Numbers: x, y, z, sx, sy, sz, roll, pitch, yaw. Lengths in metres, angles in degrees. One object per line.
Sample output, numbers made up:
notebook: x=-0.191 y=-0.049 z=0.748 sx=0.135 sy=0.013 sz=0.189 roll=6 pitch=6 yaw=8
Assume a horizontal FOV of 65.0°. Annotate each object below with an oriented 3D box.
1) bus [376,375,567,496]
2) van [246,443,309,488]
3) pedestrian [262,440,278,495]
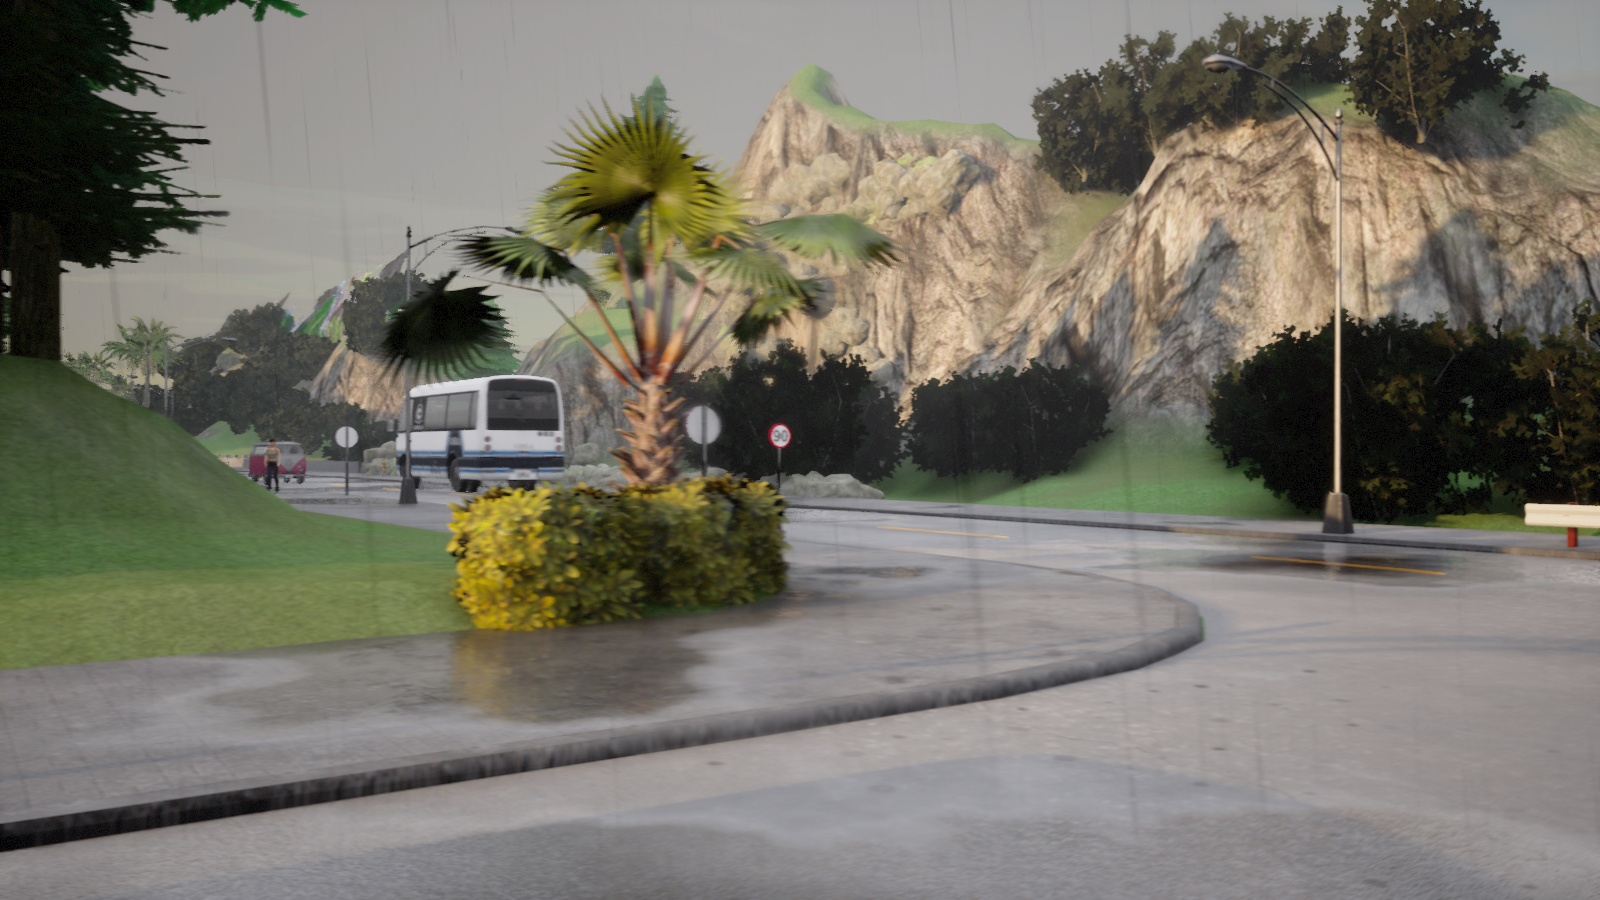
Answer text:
bus: x=-13.118 y=-0.483 z=49.241 sx=3.944 sy=4.253 sz=10.273 roll=0 pitch=0 yaw=-35
van: x=-24.252 y=0.691 z=58.234 sx=1.775 sy=1.987 sz=4.442 roll=0 pitch=0 yaw=-35
pedestrian: x=-18.091 y=0.595 z=42.873 sx=0.345 sy=1.836 sz=0.594 roll=0 pitch=0 yaw=-3
